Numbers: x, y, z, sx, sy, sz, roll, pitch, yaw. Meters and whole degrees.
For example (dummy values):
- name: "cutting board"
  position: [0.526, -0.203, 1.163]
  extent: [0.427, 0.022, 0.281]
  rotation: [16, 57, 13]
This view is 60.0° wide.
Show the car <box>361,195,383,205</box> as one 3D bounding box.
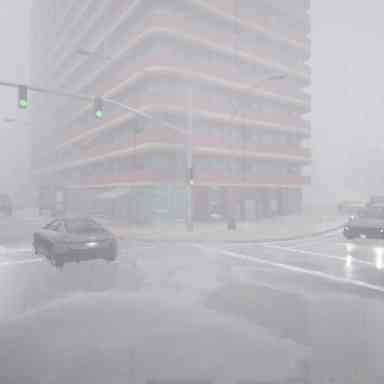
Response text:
- name: "car"
  position: [14.426, 1.235, 25.141]
  extent: [2.150, 2.045, 5.566]
  rotation: [0, 0, 23]

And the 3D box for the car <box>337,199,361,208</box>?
- name: "car"
  position: [16.969, 1.509, 35.107]
  extent: [1.882, 1.535, 5.008]
  rotation: [0, 0, 5]

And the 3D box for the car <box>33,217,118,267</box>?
- name: "car"
  position: [-4.160, 1.566, 11.557]
  extent: [1.994, 1.385, 4.181]
  rotation: [0, -1, -35]

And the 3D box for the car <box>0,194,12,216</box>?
- name: "car"
  position: [-19.230, 1.258, 32.818]
  extent: [2.150, 2.045, 5.566]
  rotation: [0, 0, -35]

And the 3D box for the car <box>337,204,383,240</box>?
- name: "car"
  position: [9.119, 1.541, 16.441]
  extent: [2.033, 1.411, 5.357]
  rotation: [0, 0, 40]
